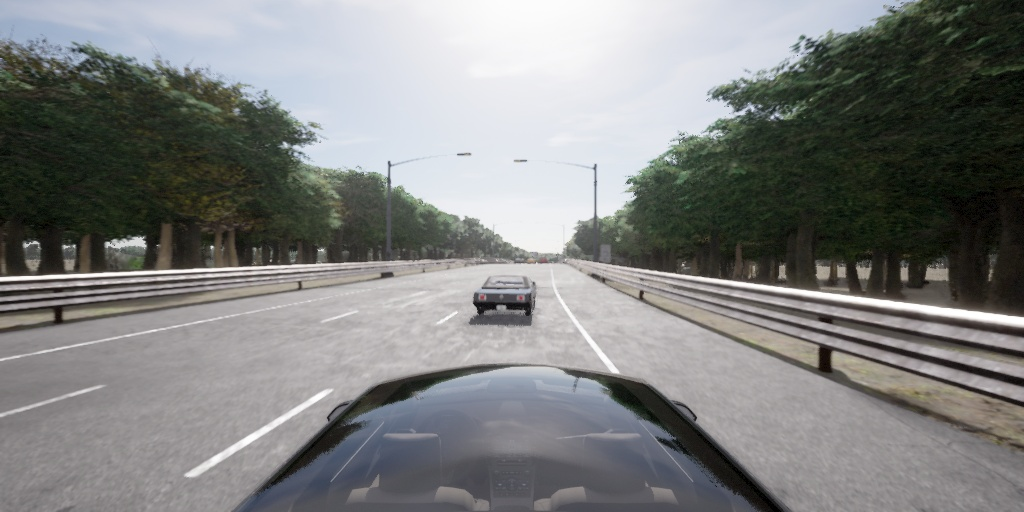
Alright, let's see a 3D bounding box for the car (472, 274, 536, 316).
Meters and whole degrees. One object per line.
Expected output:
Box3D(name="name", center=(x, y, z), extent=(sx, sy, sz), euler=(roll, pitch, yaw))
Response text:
Box3D(name="car", center=(-0.089, 1.324, 13.371), extent=(1.895, 1.301, 4.718), euler=(0, 0, 6))
